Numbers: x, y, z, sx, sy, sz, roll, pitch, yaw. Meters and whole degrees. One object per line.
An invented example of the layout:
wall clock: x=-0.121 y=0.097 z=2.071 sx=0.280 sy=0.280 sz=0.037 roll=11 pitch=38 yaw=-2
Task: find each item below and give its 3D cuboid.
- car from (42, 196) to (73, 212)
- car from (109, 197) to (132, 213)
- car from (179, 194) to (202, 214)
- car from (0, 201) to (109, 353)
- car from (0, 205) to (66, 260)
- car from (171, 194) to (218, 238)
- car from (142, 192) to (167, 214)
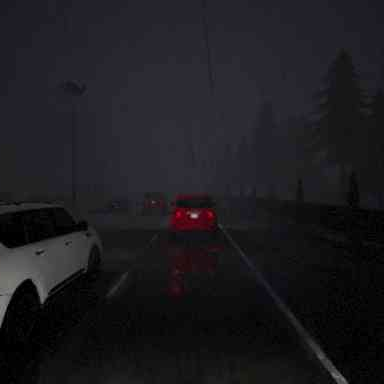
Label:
car: x=-14.704 y=1.260 z=36.578 sx=1.837 sy=1.490 sz=4.892 roll=0 pitch=0 yaw=-6
car: x=-7.264 y=1.264 z=33.820 sx=2.128 sy=1.511 sz=4.902 roll=0 pitch=0 yaw=-4
car: x=-0.248 y=1.126 z=33.543 sx=2.097 sy=1.767 sz=4.553 roll=0 pitch=0 yaw=-4
car: x=-3.395 y=1.178 z=6.210 sx=2.150 sy=2.045 sz=5.566 roll=0 pitch=0 yaw=0
car: x=-6.897 y=1.388 z=13.199 sx=1.882 sy=1.535 sz=5.008 roll=0 pitch=0 yaw=0
car: x=0.106 y=1.107 z=16.939 sx=2.150 sy=2.045 sz=5.566 roll=0 pitch=0 yaw=0
car: x=-3.665 y=1.000 z=32.895 sx=2.150 sy=2.045 sz=5.566 roll=0 pitch=0 yaw=-3
